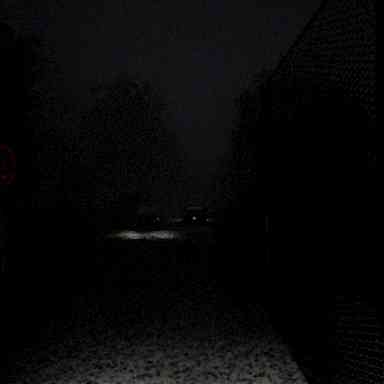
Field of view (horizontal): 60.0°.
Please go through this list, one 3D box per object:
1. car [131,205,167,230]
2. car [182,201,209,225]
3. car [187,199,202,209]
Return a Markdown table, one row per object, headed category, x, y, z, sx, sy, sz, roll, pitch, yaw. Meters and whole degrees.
| category | x | y | z | sx | sy | sz | roll | pitch | yaw |
| --- | --- | --- | --- | --- | --- | --- | --- | --- | --- |
| car | -2.786 | 1.592 | 22.277 | 1.882 | 1.535 | 5.008 | 0 | -1 | 1 |
| car | 0.208 | 1.676 | 25.392 | 1.812 | 1.442 | 4.674 | 0 | -1 | 1 |
| car | 0.590 | 2.207 | 63.159 | 2.097 | 1.767 | 4.553 | 0 | -2 | 10 |
